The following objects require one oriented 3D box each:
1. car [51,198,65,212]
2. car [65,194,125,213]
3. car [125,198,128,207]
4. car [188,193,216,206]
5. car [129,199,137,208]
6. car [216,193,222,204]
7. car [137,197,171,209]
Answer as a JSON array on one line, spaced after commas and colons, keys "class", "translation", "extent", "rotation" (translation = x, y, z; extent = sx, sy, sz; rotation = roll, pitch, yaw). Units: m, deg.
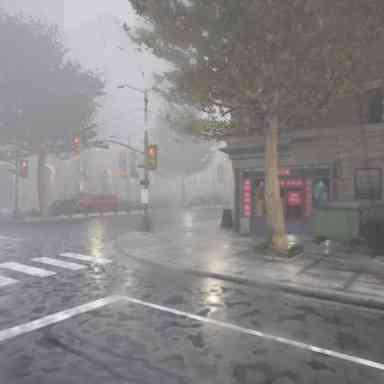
[{"class": "car", "translation": [-13.258, 1.213, 38.265], "extent": [2.150, 2.045, 5.566], "rotation": [0, 0, 36]}, {"class": "car", "translation": [-10.420, 1.214, 36.217], "extent": [2.150, 2.045, 5.566], "rotation": [0, 0, 36]}, {"class": "car", "translation": [-10.178, 1.585, 47.908], "extent": [1.895, 1.301, 4.718], "rotation": [0, 0, 36]}, {"class": "car", "translation": [1.276, 1.344, 52.384], "extent": [2.097, 1.767, 4.553], "rotation": [0, 0, 36]}, {"class": "car", "translation": [-6.246, 1.483, 47.969], "extent": [2.128, 1.511, 4.902], "rotation": [0, 0, 36]}, {"class": "car", "translation": [3.343, 1.214, 61.156], "extent": [2.150, 2.045, 5.566], "rotation": [0, 0, 36]}, {"class": "car", "translation": [-4.671, 1.518, 44.172], "extent": [1.812, 1.442, 4.674], "rotation": [0, 0, 36]}]
